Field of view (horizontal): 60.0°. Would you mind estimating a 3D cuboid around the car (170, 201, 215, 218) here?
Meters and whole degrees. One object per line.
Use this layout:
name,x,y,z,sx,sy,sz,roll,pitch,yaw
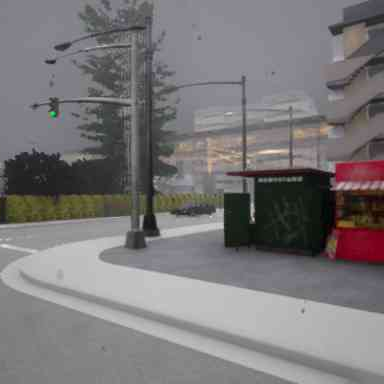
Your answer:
car,0.185,1.599,31.564,2.033,1.411,5.357,-1,0,36
